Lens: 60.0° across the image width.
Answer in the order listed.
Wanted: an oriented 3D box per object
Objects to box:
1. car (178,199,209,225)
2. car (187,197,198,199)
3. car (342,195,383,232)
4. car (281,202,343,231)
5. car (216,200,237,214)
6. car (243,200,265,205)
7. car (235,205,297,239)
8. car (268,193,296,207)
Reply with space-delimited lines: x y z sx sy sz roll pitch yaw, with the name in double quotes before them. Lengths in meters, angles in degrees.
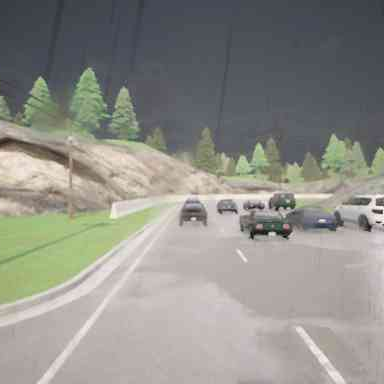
"car" 0.101 1.472 23.599 1.837 1.490 4.892 0 0 0
"car" 0.102 1.419 41.821 1.882 1.535 5.008 0 0 0
"car" 10.601 1.193 20.051 2.150 2.045 5.566 0 0 0
"car" 7.102 1.536 20.168 1.994 1.385 4.181 0 0 0
"car" 3.601 1.499 34.705 2.033 1.411 5.357 0 0 0
"car" 7.101 1.547 38.737 1.895 1.301 4.718 0 0 0
"car" 3.601 1.577 17.107 1.895 1.301 4.718 0 0 0
"car" 10.602 1.167 39.417 2.150 2.045 5.566 0 0 0
